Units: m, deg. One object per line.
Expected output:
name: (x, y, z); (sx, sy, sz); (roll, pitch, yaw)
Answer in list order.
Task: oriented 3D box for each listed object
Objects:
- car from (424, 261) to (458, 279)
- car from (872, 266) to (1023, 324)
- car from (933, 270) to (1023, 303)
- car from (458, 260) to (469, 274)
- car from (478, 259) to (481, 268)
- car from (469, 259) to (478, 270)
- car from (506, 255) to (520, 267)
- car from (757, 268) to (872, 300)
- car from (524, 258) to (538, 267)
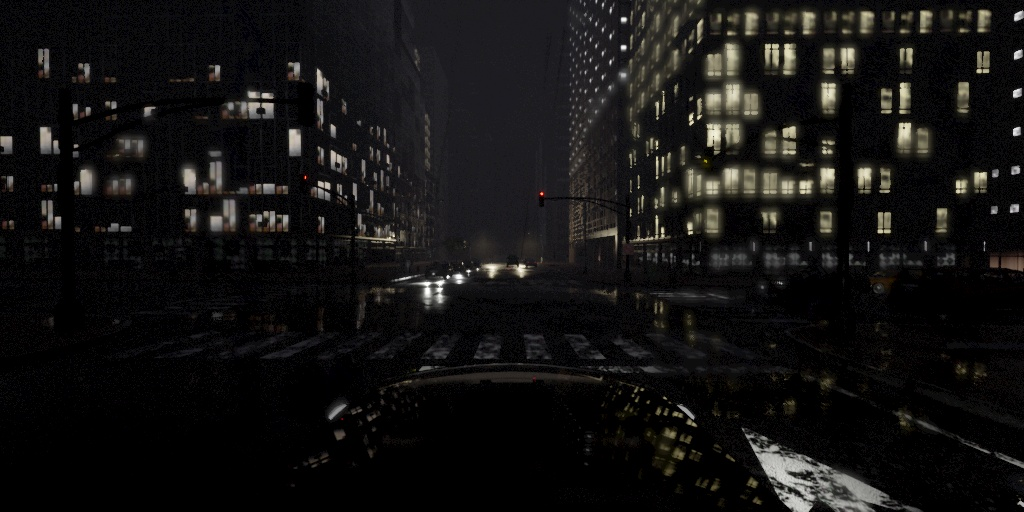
car: (-6.533, 1.225, 32.344); (2.128, 1.511, 4.902); (0, 0, 0)
car: (16.215, 1.281, 12.439); (5.009, 1.841, 2.192); (0, 0, 1)
car: (25.103, 1.500, 18.046); (5.357, 1.411, 2.033); (0, 1, 1)
car: (-6.510, 1.326, 41.626); (1.895, 1.301, 4.718); (0, 0, 0)
car: (-6.419, 1.182, 61.737); (1.882, 1.535, 5.008); (0, 0, 1)
car: (-6.479, 1.263, 51.397); (2.033, 1.411, 5.357); (0, 0, 0)
car: (0.144, 0.925, 62.873); (2.150, 2.045, 5.566); (0, 0, 0)
car: (15.279, 1.357, 18.270); (4.902, 1.511, 2.128); (1, 1, 2)
car: (3.395, 1.228, 63.253); (1.812, 1.442, 4.674); (0, 0, 0)
